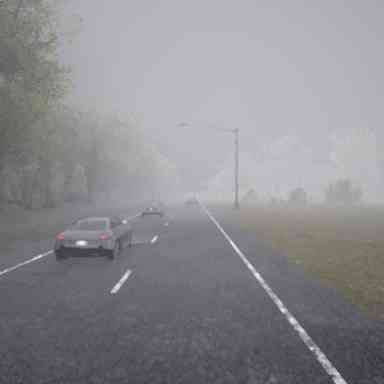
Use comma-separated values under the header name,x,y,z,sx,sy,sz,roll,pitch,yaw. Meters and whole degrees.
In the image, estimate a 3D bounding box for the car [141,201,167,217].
name,x,y,z,sx,sy,sz,roll,pitch,yaw
car,-3.420,1.501,30.342,2.033,1.411,5.357,0,0,0

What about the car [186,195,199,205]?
name,x,y,z,sx,sy,sz,roll,pitch,yaw
car,0.068,1.482,55.000,1.994,1.385,4.181,0,0,0

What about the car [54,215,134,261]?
name,x,y,z,sx,sy,sz,roll,pitch,yaw
car,-3.409,1.545,12.268,1.994,1.385,4.181,0,0,0

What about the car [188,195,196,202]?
name,x,y,z,sx,sy,sz,roll,pitch,yaw
car,-0.040,1.418,73.071,1.812,1.442,4.674,0,0,0
